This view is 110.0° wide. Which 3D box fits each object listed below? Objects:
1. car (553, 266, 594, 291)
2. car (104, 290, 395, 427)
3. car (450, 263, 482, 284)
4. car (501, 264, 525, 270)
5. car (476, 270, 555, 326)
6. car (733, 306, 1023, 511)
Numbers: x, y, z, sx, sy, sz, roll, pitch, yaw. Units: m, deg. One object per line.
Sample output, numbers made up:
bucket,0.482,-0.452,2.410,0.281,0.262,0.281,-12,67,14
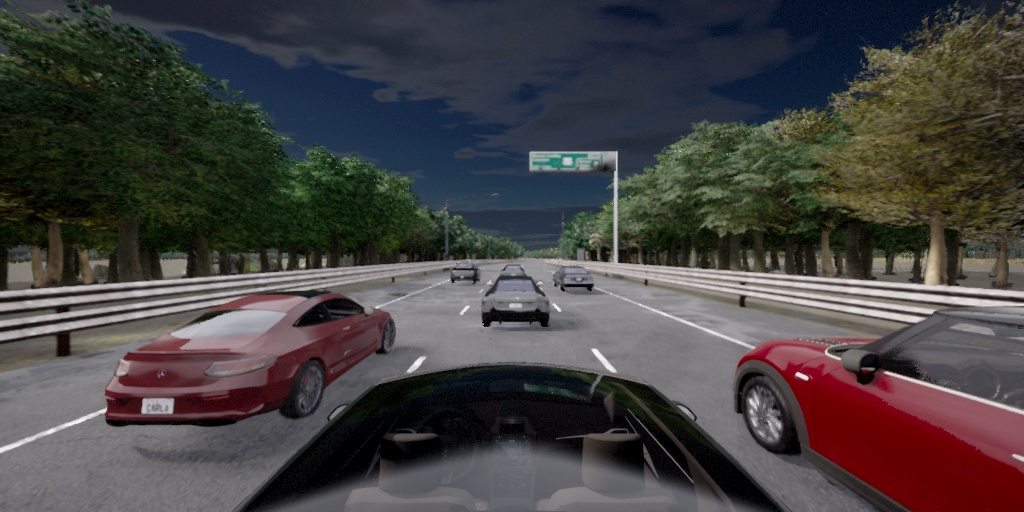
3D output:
car,3.594,1.305,21.770,2.033,1.411,5.357,0,0,0
car,-3.402,1.276,5.745,1.812,1.442,4.674,0,0,0
car,-3.407,1.255,26.973,2.128,1.511,4.902,0,0,0
car,0.092,1.329,27.562,1.994,1.385,4.181,0,0,0
car,0.098,1.317,11.726,1.994,1.385,4.181,0,0,0
car,3.597,1.102,2.269,2.097,1.767,4.553,0,0,0
